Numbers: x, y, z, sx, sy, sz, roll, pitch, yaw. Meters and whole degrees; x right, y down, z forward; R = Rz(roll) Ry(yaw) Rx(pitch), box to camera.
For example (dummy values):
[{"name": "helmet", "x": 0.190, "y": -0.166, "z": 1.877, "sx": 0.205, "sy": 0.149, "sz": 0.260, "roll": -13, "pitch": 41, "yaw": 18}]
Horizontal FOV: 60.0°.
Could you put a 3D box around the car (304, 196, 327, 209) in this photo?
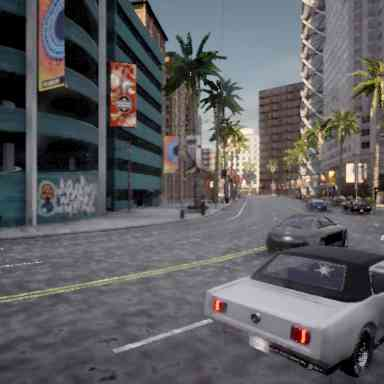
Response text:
[{"name": "car", "x": 14.890, "y": 1.505, "z": 39.976, "sx": 1.812, "sy": 1.442, "sz": 4.674, "roll": 0, "pitch": 0, "yaw": 11}]

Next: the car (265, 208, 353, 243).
[{"name": "car", "x": 4.554, "y": 1.557, "z": 12.888, "sx": 1.994, "sy": 1.385, "sz": 4.181, "roll": 0, "pitch": 0, "yaw": 40}]

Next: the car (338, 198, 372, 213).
[{"name": "car", "x": 17.667, "y": 1.585, "z": 35.919, "sx": 1.895, "sy": 1.301, "sz": 4.718, "roll": 0, "pitch": 0, "yaw": 11}]

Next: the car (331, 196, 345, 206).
[{"name": "car", "x": 24.202, "y": 1.455, "z": 54.744, "sx": 2.231, "sy": 1.521, "sz": 4.892, "roll": 0, "pitch": 0, "yaw": 10}]

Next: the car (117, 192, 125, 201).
[{"name": "car", "x": -11.481, "y": 0.984, "z": 53.602, "sx": 2.435, "sy": 2.045, "sz": 5.566, "roll": 0, "pitch": 0, "yaw": 10}]

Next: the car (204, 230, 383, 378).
[{"name": "car", "x": 2.504, "y": 1.598, "z": 5.590, "sx": 4.718, "sy": 1.301, "sz": 1.895, "roll": 0, "pitch": 0, "yaw": -41}]

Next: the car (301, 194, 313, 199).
[{"name": "car", "x": 29.470, "y": 1.310, "z": 83.643, "sx": 2.185, "sy": 1.767, "sz": 4.553, "roll": 0, "pitch": 0, "yaw": 10}]
